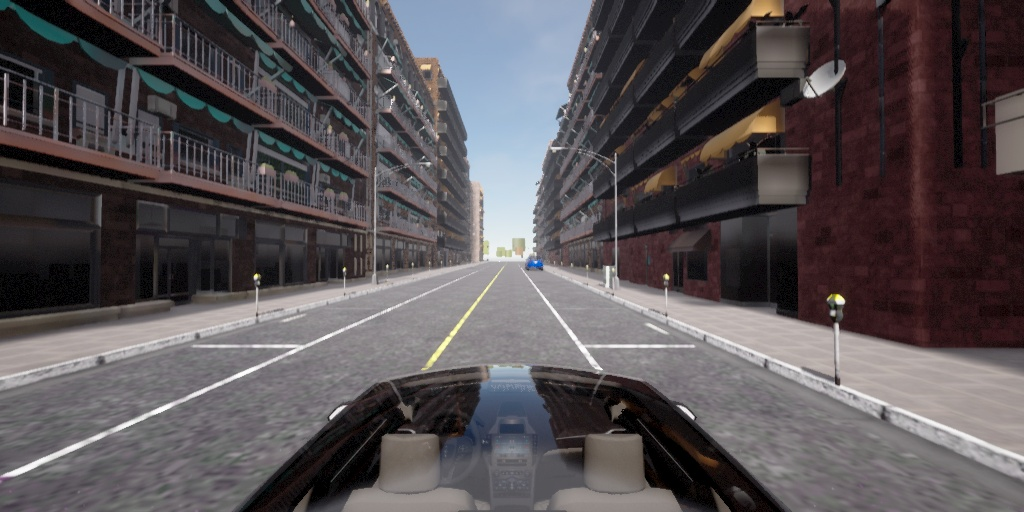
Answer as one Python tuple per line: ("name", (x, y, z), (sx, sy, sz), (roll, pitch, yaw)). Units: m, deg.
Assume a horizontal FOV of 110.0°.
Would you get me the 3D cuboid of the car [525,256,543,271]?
("car", (3.107, 0.974, 49.614), (2.150, 2.045, 5.566), (0, 0, 0))
